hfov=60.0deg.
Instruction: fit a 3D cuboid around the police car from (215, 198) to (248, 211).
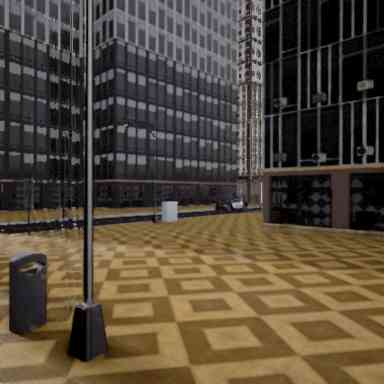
[{"bbox_3d":[4.840,1.572,41.674,2.038,1.542,4.974,0,0,44],"label":"police car"}]
